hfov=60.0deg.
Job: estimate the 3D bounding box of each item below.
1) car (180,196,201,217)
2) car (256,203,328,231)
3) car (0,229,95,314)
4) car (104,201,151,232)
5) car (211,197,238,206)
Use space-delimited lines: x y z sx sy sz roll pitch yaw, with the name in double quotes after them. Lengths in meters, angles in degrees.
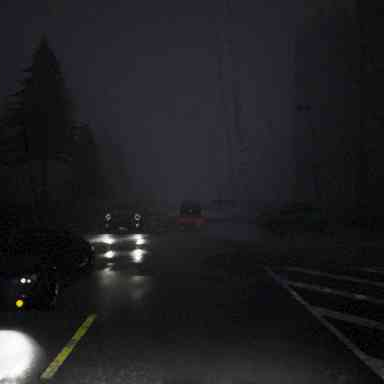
-0.136 1.473 31.396 1.882 1.535 5.008 0 0 0 "car"
5.898 1.480 19.889 3.988 1.617 1.851 0 0 -1 "car"
-3.652 1.562 7.590 1.994 1.385 4.181 0 0 -1 "car"
-3.738 1.349 19.817 2.097 1.767 4.553 0 0 0 "car"
5.154 1.542 52.893 4.181 1.381 1.994 0 0 -1 "car"
